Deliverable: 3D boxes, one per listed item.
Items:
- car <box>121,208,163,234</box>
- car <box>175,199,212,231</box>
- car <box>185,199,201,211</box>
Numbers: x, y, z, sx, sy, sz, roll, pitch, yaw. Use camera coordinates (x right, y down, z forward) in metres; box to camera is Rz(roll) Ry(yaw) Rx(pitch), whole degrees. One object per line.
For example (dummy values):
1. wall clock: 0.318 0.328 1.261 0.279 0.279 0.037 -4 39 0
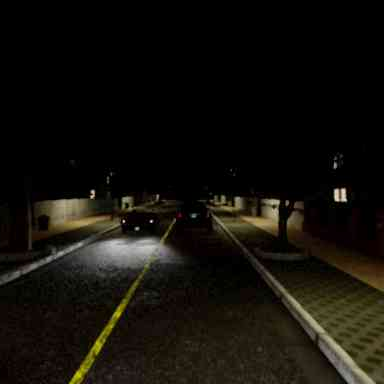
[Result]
1. car: -2.847 1.613 19.545 1.895 1.301 4.718 0 0 0
2. car: 0.102 1.364 20.563 2.097 1.767 4.553 0 0 0
3. car: 0.105 1.594 42.957 1.994 1.385 4.181 0 0 0
